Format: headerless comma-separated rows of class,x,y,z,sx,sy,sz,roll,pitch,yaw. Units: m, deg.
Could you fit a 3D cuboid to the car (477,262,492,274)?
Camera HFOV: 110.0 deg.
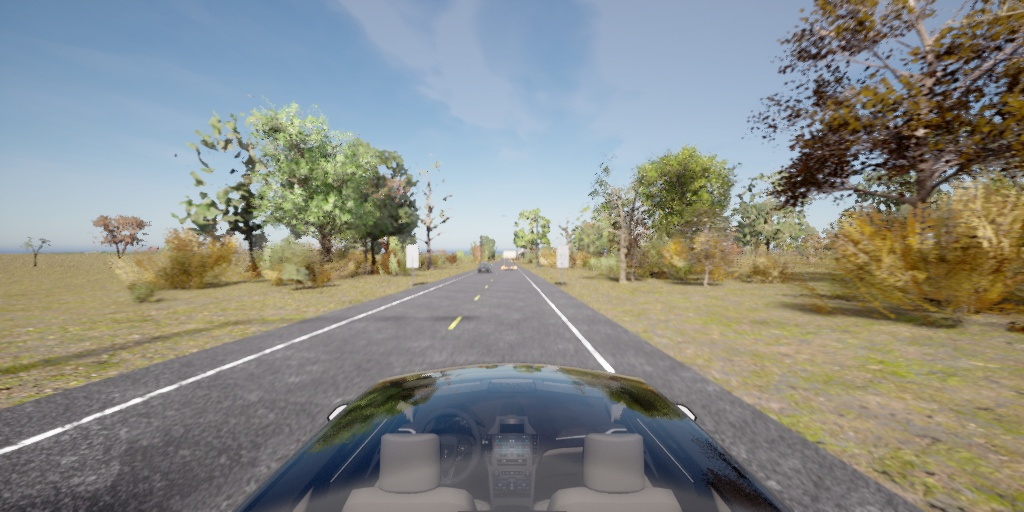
car,-3.825,1.673,50.669,1.837,1.490,4.892,0,0,0

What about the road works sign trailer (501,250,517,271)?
road works sign trailer,-0.393,0.737,62.953,2.380,3.560,2.880,0,0,1
